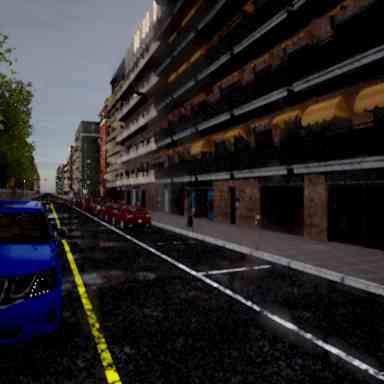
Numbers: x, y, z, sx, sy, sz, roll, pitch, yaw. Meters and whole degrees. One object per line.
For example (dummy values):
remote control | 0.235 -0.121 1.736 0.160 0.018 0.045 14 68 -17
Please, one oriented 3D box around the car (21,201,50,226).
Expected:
car | -11.887 1.511 25.392 1.837 1.490 4.892 0 1 -24

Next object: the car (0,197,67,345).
car | -3.723 1.222 6.385 2.150 2.045 5.566 0 0 -23

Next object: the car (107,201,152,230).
car | -3.908 1.549 21.321 1.887 1.381 4.507 0 0 -24

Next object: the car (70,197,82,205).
car | -21.873 1.611 62.624 1.947 1.339 4.313 0 0 -24

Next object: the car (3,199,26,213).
car | -20.575 1.573 38.629 2.008 1.369 4.403 0 0 -24

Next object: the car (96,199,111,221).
car | -6.154 1.552 26.484 1.887 1.381 4.507 0 0 -24

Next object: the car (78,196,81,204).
car | -12.891 1.460 41.972 1.967 1.590 4.097 0 0 -24

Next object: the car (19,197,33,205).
car | -29.558 1.598 59.281 2.008 1.369 4.403 0 0 -24

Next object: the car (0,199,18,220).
car | -16.084 1.454 28.302 1.967 1.590 4.097 0 0 -24

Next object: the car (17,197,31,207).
car | -27.245 1.565 53.962 1.752 1.417 4.829 0 0 -24

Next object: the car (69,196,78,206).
car | -19.628 1.477 57.461 1.967 1.590 4.097 0 0 -24

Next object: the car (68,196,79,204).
car | -24.188 1.579 67.944 1.752 1.417 4.829 0 0 -24

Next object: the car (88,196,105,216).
car | -8.399 1.452 31.646 1.967 1.590 4.097 0 0 -24

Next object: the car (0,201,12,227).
car | -13.839 1.450 23.141 1.967 1.590 4.097 0 0 -24

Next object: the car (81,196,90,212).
car | -10.646 1.331 36.808 2.192 1.841 5.009 0 0 -24

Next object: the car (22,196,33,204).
car | -31.737 1.581 64.288 1.752 1.417 4.829 0 0 -24
